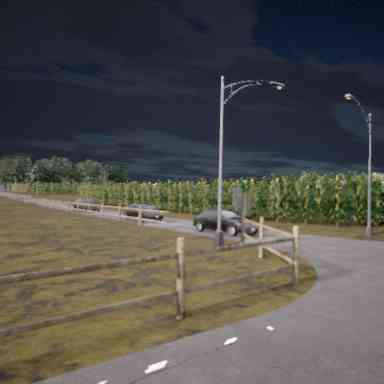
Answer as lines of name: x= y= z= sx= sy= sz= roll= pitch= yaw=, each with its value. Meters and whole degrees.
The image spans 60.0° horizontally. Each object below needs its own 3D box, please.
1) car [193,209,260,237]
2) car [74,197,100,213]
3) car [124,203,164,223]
car: x=1.911 y=1.768 z=19.878 sx=1.812 sy=1.442 sz=4.674 roll=3 pitch=-2 yaw=-37
car: x=-12.777 y=1.556 z=40.434 sx=2.097 sy=1.767 sz=4.553 roll=2 pitch=-1 yaw=-35
car: x=-4.149 y=1.752 z=28.294 sx=1.837 sy=1.490 sz=4.892 roll=2 pitch=-2 yaw=-35
